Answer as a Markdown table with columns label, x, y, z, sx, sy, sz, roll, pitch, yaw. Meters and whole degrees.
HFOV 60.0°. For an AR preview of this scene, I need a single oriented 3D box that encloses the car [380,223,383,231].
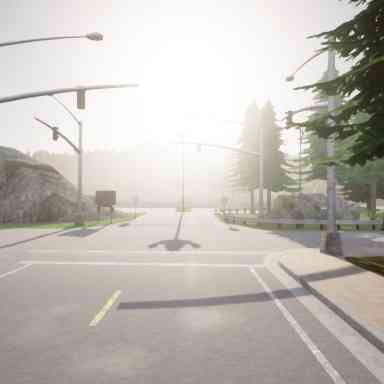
| label | x | y | z | sx | sy | sz | roll | pitch | yaw |
| --- | --- | --- | --- | --- | --- | --- | --- | --- | --- |
| car | 15.040 | 2.057 | 21.130 | 5.357 | 1.411 | 2.033 | 0 | -1 | -2 |
